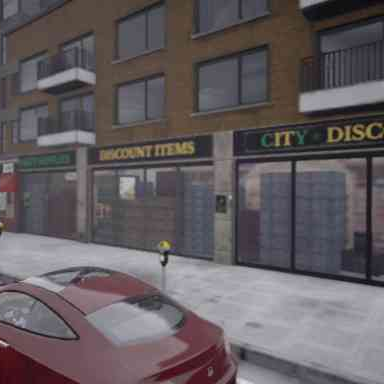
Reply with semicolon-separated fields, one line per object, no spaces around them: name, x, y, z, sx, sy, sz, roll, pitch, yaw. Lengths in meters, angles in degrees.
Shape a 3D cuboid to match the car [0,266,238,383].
car;-1.510;1.561;3.889;4.206;1.307;1.802;0;0;36
